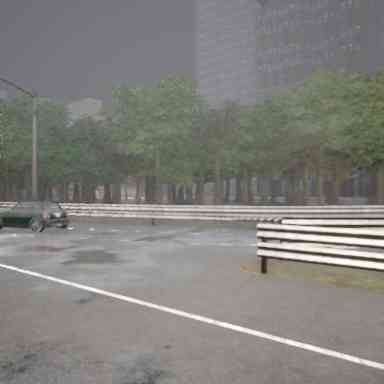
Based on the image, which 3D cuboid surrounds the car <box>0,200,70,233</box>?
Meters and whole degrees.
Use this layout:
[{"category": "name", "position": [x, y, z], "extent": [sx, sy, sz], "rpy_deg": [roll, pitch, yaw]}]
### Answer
[{"category": "car", "position": [-9.542, 1.340, 19.516], "extent": [4.553, 1.767, 2.097], "rpy_deg": [0, 0, 21]}]
